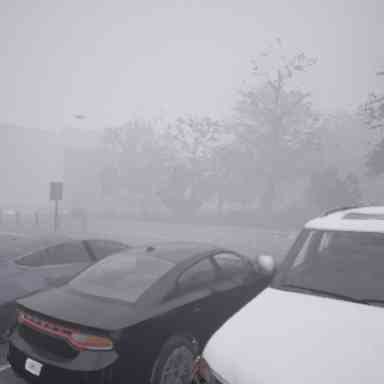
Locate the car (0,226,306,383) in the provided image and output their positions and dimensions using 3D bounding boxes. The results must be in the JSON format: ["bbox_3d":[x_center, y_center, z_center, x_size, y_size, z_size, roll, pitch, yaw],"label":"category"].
[{"bbox_3d":[-0.089,1.515,5.202,2.097,1.535,5.008,-1,0,35],"label":"car"}]

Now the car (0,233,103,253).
[{"bbox_3d":[-2.329,1.578,6.841,2.163,1.488,4.792,-1,0,35],"label":"car"}]
